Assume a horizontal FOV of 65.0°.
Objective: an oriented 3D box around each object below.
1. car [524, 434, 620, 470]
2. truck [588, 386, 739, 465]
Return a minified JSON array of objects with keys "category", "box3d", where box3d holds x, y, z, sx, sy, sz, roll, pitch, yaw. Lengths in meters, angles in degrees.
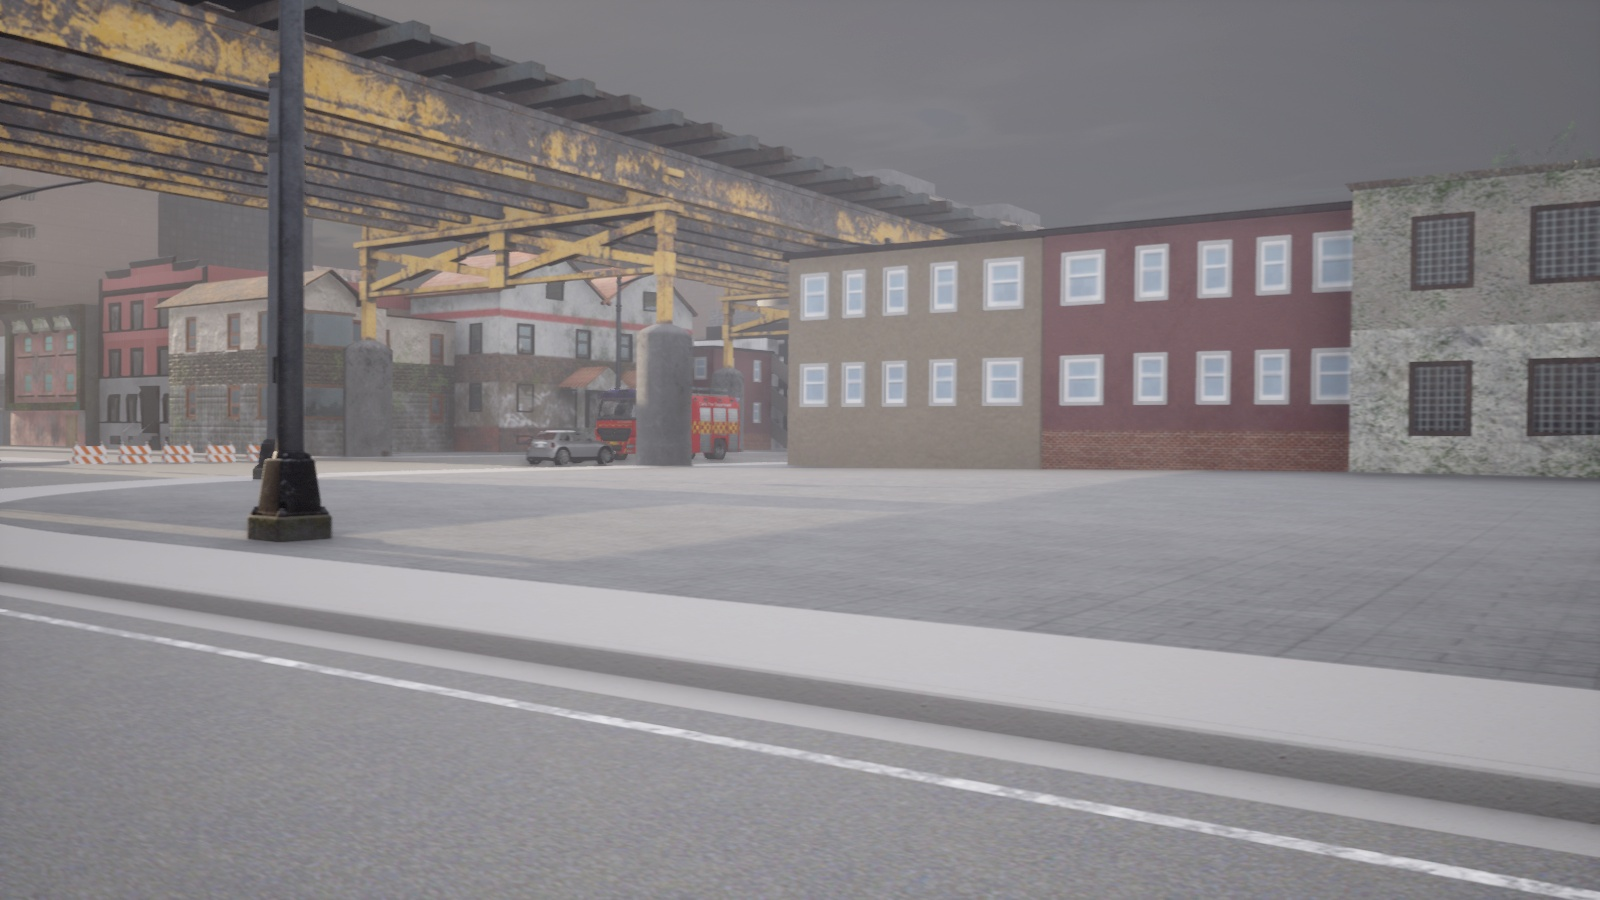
[{"category":"car","box3d":[-9.837,0.044,54.336,1.970,1.475,3.806,0,1,35]},{"category":"truck","box3d":[-6.877,-1.254,64.729,2.891,3.827,8.468,0,1,35]}]
